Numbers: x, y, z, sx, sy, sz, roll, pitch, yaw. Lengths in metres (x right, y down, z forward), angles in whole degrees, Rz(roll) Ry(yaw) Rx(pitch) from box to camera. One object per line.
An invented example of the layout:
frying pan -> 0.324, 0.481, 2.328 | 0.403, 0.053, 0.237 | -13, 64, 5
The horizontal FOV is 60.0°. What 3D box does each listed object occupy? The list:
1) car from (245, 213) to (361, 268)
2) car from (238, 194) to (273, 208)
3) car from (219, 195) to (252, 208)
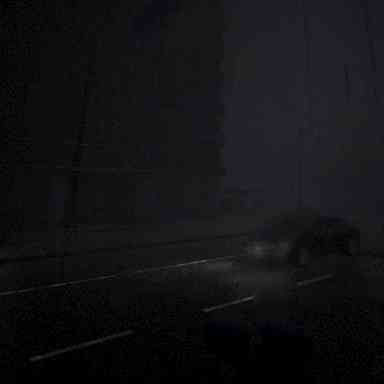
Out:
car -> 3.914, 1.506, 11.382 | 4.892, 1.490, 1.837 | 1, 0, -37
car -> 8.500, 1.165, 45.944 | 2.150, 2.045, 5.566 | 0, 0, -38
car -> 5.090, 1.492, 44.725 | 2.033, 1.411, 5.357 | 0, 0, -37
